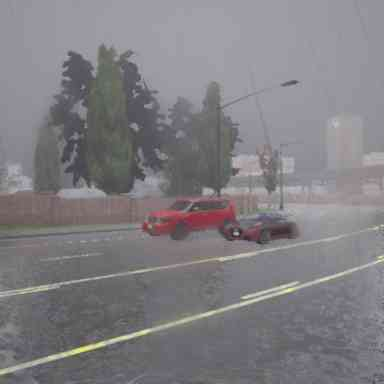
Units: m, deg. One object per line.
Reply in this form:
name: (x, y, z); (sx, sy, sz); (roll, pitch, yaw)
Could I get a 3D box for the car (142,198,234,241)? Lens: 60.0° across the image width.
car: (0.067, 1.337, 17.746); (5.566, 2.045, 2.150); (1, -1, -42)

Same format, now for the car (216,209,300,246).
car: (3.431, 1.685, 16.130); (4.181, 1.385, 1.994); (1, -1, -43)
